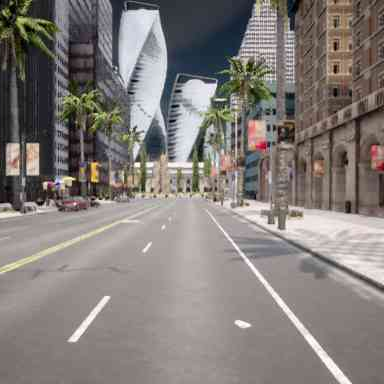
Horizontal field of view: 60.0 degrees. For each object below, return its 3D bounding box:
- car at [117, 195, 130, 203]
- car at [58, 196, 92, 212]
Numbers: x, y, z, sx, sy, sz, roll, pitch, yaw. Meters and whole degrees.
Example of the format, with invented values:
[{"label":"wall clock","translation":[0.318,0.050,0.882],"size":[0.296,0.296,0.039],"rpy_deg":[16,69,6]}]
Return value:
[{"label":"car","translation":[-13.925,1.435,67.652],"size":[2.231,1.521,4.892],"rpy_deg":[0,0,-1]},{"label":"car","translation":[-13.619,1.303,38.278],"size":[2.185,1.767,4.553],"rpy_deg":[0,0,-1]}]
